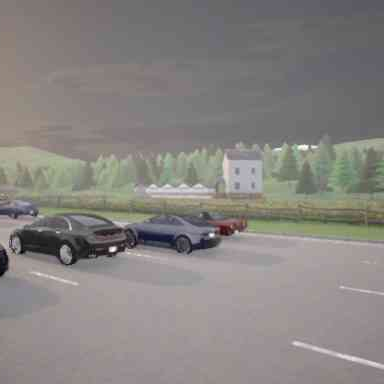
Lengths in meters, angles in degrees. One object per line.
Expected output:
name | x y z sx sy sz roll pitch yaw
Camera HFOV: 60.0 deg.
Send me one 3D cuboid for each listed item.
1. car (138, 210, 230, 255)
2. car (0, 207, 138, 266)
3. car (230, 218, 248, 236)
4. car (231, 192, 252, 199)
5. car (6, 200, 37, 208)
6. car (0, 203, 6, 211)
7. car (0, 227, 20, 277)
car | -0.906 1.522 13.228 4.181 1.385 1.994 0 0 35
car | -4.343 1.454 11.379 4.892 1.490 1.837 0 0 35
car | 0.271 1.553 16.686 4.718 1.301 1.895 0 0 35
car | 11.243 1.036 75.203 4.605 1.855 1.932 0 0 35
car | -14.293 1.386 27.057 4.674 1.442 1.812 0 0 35
car | -15.513 1.371 23.629 4.892 1.490 1.837 0 0 35
car | -6.655 1.511 8.729 4.181 1.385 1.994 0 0 35
